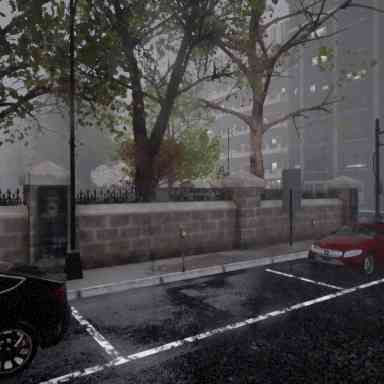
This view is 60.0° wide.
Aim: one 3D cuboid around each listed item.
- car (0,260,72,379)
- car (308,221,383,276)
[{"bbox_3d":[-3.696,1.566,3.955,4.313,1.339,1.947,0,0,-35],"label":"car"},{"bbox_3d":[5.384,1.581,10.286,4.206,1.307,1.802,0,0,-35],"label":"car"}]
